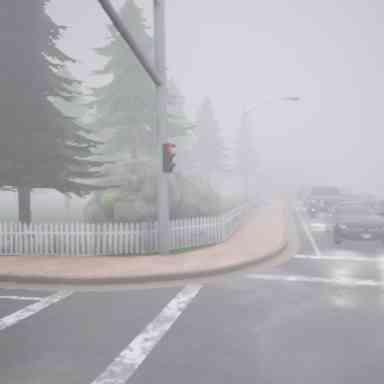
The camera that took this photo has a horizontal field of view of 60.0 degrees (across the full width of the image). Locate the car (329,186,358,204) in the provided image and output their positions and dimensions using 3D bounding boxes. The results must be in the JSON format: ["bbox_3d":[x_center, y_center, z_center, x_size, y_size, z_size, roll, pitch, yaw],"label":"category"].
[{"bbox_3d":[16.313,0.299,35.996,2.097,1.767,4.553,-1,1,15],"label":"car"}]

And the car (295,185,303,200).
[{"bbox_3d":[14.583,0.052,42.876,2.150,2.045,5.566,-1,1,16],"label":"car"}]

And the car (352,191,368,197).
[{"bbox_3d":[13.785,0.757,26.734,1.994,1.385,4.181,-1,1,16],"label":"car"}]

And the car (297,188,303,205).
[{"bbox_3d":[11.743,0.651,32.593,2.033,1.411,5.357,-1,1,15],"label":"car"}]

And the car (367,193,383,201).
[{"bbox_3d":[11.339,0.977,17.838,2.033,1.411,5.357,-1,1,15],"label":"car"}]

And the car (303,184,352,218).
[{"bbox_3d":[9.036,0.588,22.706,2.150,2.045,5.566,-1,1,15],"label":"car"}]

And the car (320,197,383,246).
[{"bbox_3d":[6.469,1.140,13.360,1.812,1.442,4.674,-1,1,16],"label":"car"}]
